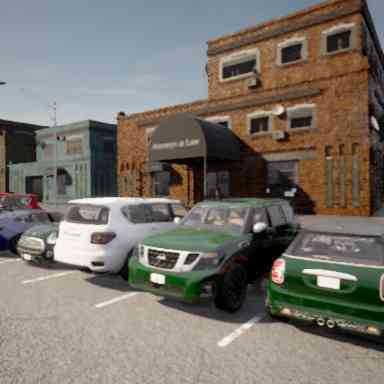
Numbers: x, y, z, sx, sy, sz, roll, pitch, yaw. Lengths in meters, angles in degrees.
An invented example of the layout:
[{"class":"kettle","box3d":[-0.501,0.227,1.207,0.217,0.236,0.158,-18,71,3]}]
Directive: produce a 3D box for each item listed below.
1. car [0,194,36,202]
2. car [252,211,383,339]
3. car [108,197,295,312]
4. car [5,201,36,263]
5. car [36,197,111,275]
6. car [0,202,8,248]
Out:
[{"class":"car","box3d":[-10.228,1.130,16.216,2.435,2.045,5.566,0,0,35]},{"class":"car","box3d":[3.234,1.346,6.610,2.185,1.767,4.553,1,0,35]},{"class":"car","box3d":[0.991,1.200,8.213,2.435,2.045,5.566,1,0,35]},{"class":"car","box3d":[-3.463,1.284,11.463,2.185,1.767,4.553,0,0,35]},{"class":"car","box3d":[-1.221,1.179,9.860,2.435,2.045,5.566,1,0,35]},{"class":"car","box3d":[-7.970,1.382,14.633,2.097,1.535,5.008,0,0,35]}]
